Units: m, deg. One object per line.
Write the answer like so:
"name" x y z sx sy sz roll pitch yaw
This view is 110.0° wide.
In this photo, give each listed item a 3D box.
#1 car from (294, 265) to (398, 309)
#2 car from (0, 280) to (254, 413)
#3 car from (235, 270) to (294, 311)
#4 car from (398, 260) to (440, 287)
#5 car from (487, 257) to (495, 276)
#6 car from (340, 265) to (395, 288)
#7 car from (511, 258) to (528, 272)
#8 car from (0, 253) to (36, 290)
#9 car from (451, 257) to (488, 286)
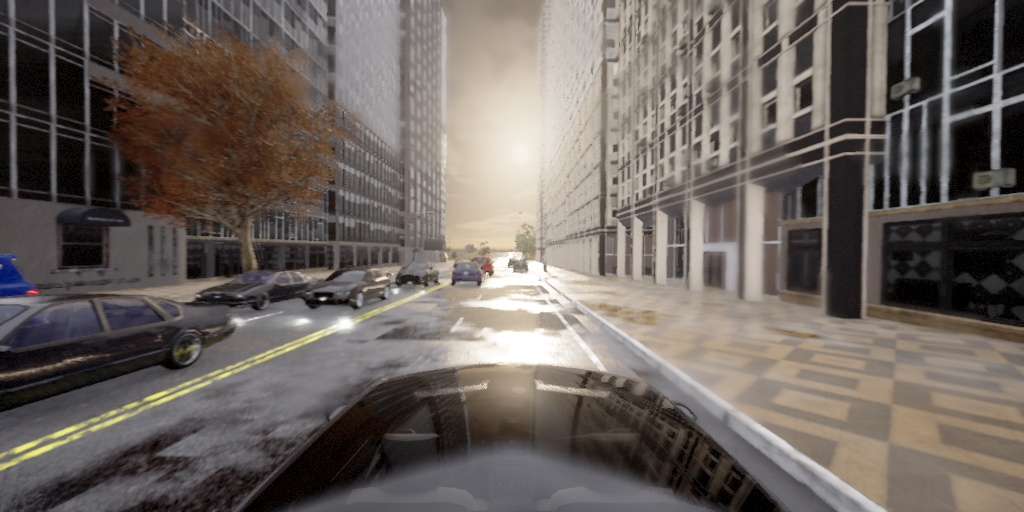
"car" -6.570 1.256 14.915 1.837 1.490 4.892 0 0 0
"car" -6.598 1.261 4.996 2.033 1.411 5.357 0 0 0
"car" -9.824 1.273 14.564 2.033 1.411 5.357 0 0 0
"car" -6.510 1.142 25.196 2.097 1.767 4.553 0 0 1
"car" -3.137 1.089 39.666 2.150 2.045 5.566 0 0 1
"car" -9.765 1.327 24.614 1.994 1.385 4.181 0 0 1
"car" 1.235 1.289 51.628 2.097 1.767 4.553 0 0 0
"car" -9.845 0.908 4.320 2.150 2.045 5.566 0 0 0
"car" -3.153 1.171 26.487 2.097 1.767 4.553 0 0 0
